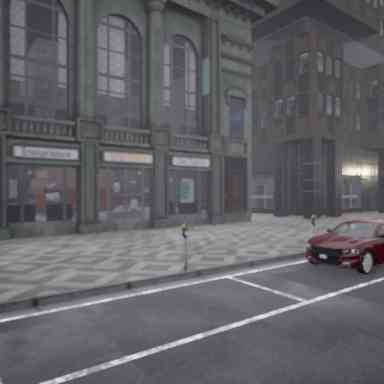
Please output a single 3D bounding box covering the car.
[{"bbox_3d":[5.482,1.548,10.561,4.507,1.381,1.887,0,0,-35],"label":"car"}]
